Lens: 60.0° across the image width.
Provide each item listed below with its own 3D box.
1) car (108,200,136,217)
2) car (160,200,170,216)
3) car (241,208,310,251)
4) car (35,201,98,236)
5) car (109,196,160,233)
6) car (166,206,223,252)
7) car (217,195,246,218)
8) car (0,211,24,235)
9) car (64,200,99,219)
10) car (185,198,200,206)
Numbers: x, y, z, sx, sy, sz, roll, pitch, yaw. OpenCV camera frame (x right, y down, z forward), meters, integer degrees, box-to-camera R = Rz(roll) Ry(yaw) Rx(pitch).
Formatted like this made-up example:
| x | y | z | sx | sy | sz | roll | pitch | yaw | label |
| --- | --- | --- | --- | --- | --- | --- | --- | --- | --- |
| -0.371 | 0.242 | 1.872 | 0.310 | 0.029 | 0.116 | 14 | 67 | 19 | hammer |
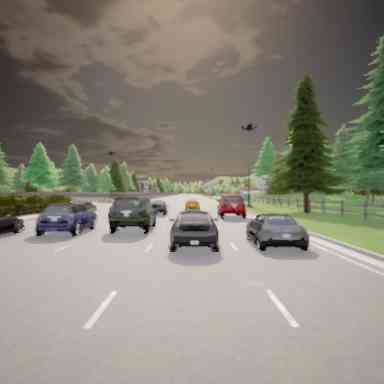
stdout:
| x | y | z | sx | sy | sz | roll | pitch | yaw | label |
| --- | --- | --- | --- | --- | --- | --- | --- | --- | --- |
| -6.941 | 1.612 | 33.392 | 1.812 | 1.442 | 4.674 | 0 | 0 | 0 | car |
| -3.425 | 1.591 | 34.174 | 1.837 | 1.490 | 4.892 | 0 | 0 | 0 | car |
| 3.527 | 1.594 | 14.338 | 1.994 | 1.385 | 4.181 | 0 | 0 | 1 | car |
| -6.914 | 1.404 | 18.806 | 2.097 | 1.767 | 4.553 | 0 | 0 | 0 | car |
| -3.417 | 1.273 | 19.991 | 2.150 | 2.045 | 5.566 | 0 | 0 | 0 | car |
| 0.090 | 1.538 | 14.101 | 1.837 | 1.490 | 4.892 | 0 | 0 | 0 | car |
| 3.559 | 1.290 | 30.612 | 2.150 | 2.045 | 5.566 | 0 | 0 | 0 | car |
| -10.411 | 1.617 | 16.998 | 1.994 | 1.385 | 4.181 | 0 | 0 | 0 | car |
| -10.467 | 1.595 | 31.951 | 1.837 | 1.490 | 4.892 | 0 | 1 | -1 | car |
| 0.065 | 1.582 | 44.886 | 1.882 | 1.535 | 5.008 | 0 | 0 | 0 | car |
